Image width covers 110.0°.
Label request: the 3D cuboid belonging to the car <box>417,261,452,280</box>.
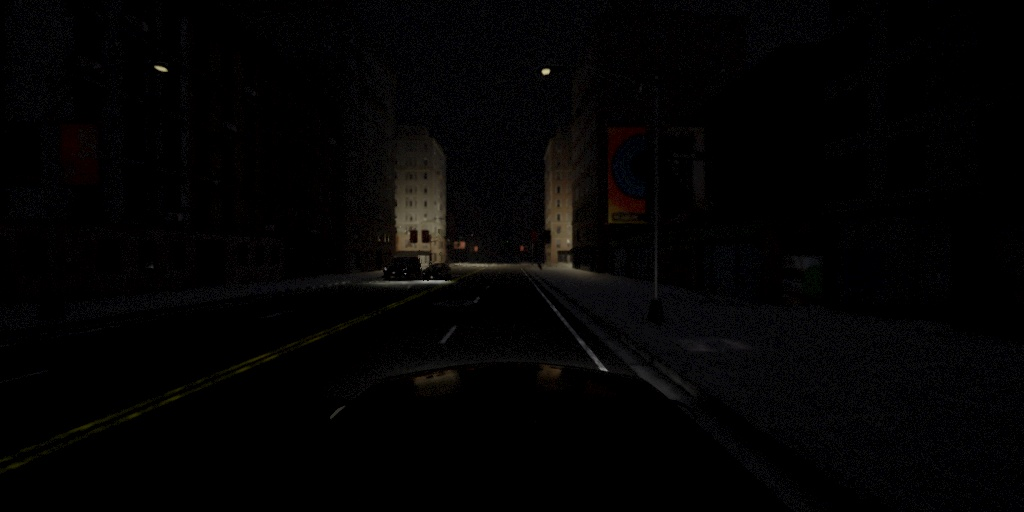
[{"bbox_3d":[-6.595,1.373,32.126,2.033,1.411,5.357,0,0,0],"label":"car"}]

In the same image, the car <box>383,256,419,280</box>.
[{"bbox_3d":[-9.843,1.049,32.627,2.150,2.045,5.566,0,0,0],"label":"car"}]
